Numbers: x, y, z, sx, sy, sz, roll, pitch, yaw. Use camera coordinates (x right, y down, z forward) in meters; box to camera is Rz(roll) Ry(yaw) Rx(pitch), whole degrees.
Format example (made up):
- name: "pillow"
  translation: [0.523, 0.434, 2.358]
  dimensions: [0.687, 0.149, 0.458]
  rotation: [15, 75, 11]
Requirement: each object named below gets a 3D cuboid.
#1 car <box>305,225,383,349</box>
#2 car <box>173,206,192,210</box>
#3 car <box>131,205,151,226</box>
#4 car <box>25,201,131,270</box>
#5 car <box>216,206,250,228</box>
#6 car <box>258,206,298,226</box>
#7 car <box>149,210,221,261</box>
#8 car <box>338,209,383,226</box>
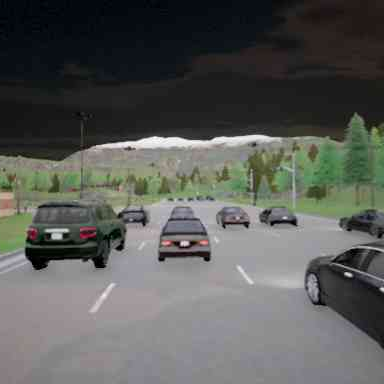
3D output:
- name: "car"
  translation: [3.372, 1.529, 5.281]
  dimensions: [1.837, 1.490, 4.892]
  rotation: [0, -1, -1]
- name: "car"
  translation: [-0.723, 1.767, 25.137]
  dimensions: [2.033, 1.411, 5.357]
  rotation: [0, 0, -2]
- name: "car"
  translation: [-4.232, 1.731, 25.195]
  dimensions: [2.128, 1.511, 4.902]
  rotation: [0, 0, -2]
- name: "car"
  translation: [-3.774, 1.343, 11.785]
  dimensions: [2.150, 2.045, 5.566]
  rotation: [0, -1, -2]
- name: "car"
  translation: [2.824, 1.734, 23.718]
  dimensions: [2.033, 1.411, 5.357]
  rotation: [0, 0, -2]
- name: "car"
  translation: [6.288, 1.739, 24.730]
  dimensions: [1.994, 1.385, 4.181]
  rotation: [0, -1, -2]
- name: "car"
  translation: [-0.301, 1.659, 12.766]
  dimensions: [2.033, 1.411, 5.357]
  rotation: [0, 0, -2]
- name: "car"
  translation: [10.025, 1.645, 18.078]
  dimensions: [2.033, 1.411, 5.357]
  rotation: [0, 0, -2]
